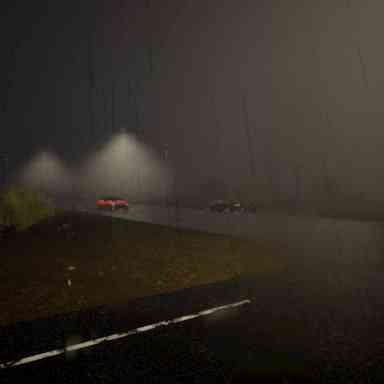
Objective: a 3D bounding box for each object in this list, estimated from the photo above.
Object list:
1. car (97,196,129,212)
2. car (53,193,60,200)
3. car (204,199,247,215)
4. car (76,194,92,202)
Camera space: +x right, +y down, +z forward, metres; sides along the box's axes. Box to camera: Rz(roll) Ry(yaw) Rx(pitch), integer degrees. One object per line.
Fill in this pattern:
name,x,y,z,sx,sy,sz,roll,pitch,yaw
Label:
car,-8.663,1.209,36.198,2.097,1.767,4.553,0,0,-37
car,-33.238,1.059,80.174,1.837,1.490,4.892,0,0,-37
car,3.127,1.386,32.231,2.128,1.511,4.902,0,0,-37
car,-20.729,1.182,63.682,2.128,1.511,4.902,0,0,-37
